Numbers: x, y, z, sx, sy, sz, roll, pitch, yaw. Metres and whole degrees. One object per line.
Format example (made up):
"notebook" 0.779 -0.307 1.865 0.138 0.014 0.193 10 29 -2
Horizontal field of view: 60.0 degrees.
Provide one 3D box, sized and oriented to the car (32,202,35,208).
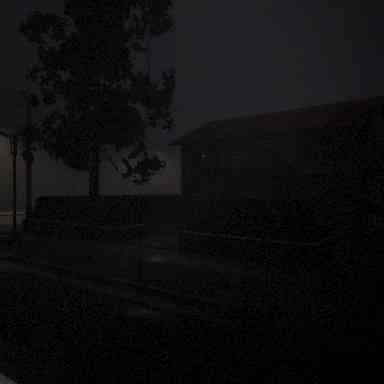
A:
"car" -19.426 1.523 43.799 1.812 1.442 4.674 0 0 36
